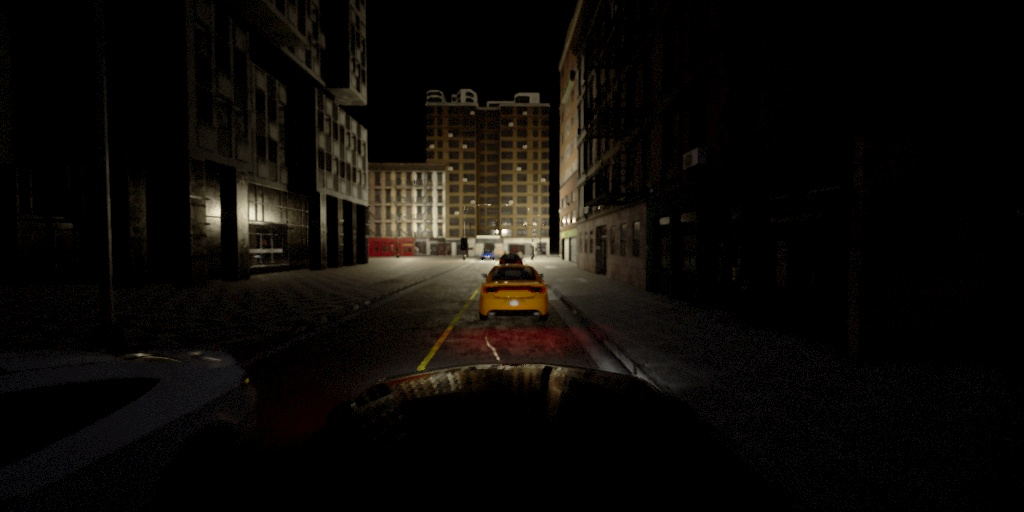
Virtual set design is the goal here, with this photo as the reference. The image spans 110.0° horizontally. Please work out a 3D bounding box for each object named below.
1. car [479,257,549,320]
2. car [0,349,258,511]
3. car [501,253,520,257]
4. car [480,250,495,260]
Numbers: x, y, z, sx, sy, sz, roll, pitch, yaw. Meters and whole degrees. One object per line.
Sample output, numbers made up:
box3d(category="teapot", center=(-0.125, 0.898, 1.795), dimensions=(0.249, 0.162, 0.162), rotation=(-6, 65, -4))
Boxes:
box3d(category="car", center=(0.030, 0.973, 11.425), dimensions=(1.882, 1.535, 5.008), rotation=(0, 1, -1))
box3d(category="car", center=(-3.094, 1.288, 1.260), dimensions=(1.812, 1.442, 4.674), rotation=(0, 1, 0))
box3d(category="car", center=(-0.105, 0.495, 29.255), dimensions=(1.882, 1.535, 5.008), rotation=(0, 1, 0))
box3d(category="car", center=(-3.408, -0.083, 51.901), dimensions=(1.812, 1.442, 4.674), rotation=(0, 2, 0))
